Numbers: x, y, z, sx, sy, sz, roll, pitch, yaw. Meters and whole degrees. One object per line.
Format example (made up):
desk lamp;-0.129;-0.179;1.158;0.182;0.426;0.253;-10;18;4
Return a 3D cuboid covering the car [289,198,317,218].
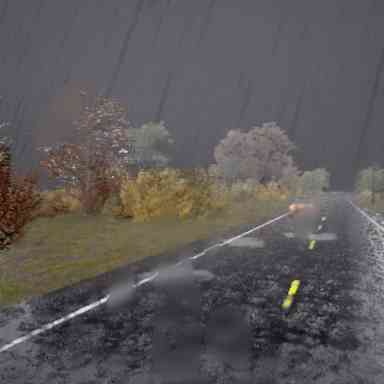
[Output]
car;9.898;1.313;29.525;2.097;1.767;4.553;0;0;23
